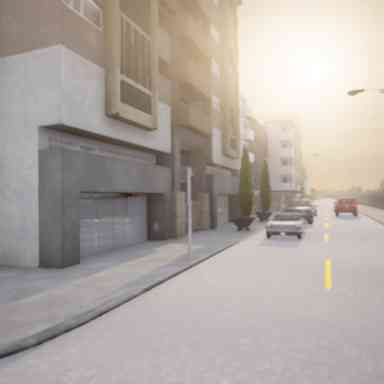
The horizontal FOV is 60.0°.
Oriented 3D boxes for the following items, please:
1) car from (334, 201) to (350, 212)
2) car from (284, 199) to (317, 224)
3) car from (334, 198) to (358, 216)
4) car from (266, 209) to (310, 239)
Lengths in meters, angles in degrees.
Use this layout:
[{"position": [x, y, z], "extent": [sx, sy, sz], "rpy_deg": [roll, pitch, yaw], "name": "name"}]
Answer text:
[{"position": [21.396, 2.039, 47.485], "extent": [1.882, 1.535, 5.008], "rpy_deg": [-1, -1, 22], "name": "car"}, {"position": [9.309, 1.614, 28.598], "extent": [2.150, 2.045, 5.566], "rpy_deg": [-1, -1, 22], "name": "car"}, {"position": [17.582, 1.665, 37.969], "extent": [2.150, 2.045, 5.566], "rpy_deg": [-1, -1, 23], "name": "car"}, {"position": [5.523, 1.879, 19.261], "extent": [1.895, 1.301, 4.718], "rpy_deg": [-1, -1, 22], "name": "car"}]
